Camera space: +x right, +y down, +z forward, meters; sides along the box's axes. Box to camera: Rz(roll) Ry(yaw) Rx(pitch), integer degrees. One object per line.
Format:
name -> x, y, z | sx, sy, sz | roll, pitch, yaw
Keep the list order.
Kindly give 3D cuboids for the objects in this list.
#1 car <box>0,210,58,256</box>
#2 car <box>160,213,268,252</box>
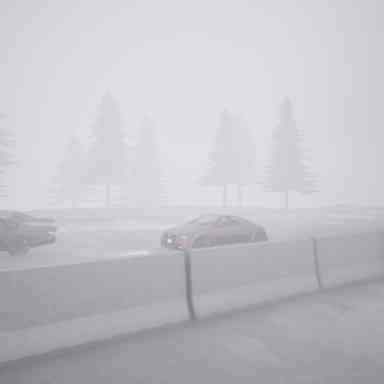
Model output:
car -> -7.569, 1.505, 11.416 | 5.357, 1.411, 2.033 | 0, 0, -35
car -> 0.900, 1.535, 12.776 | 4.181, 1.385, 1.994 | 0, 0, -32
